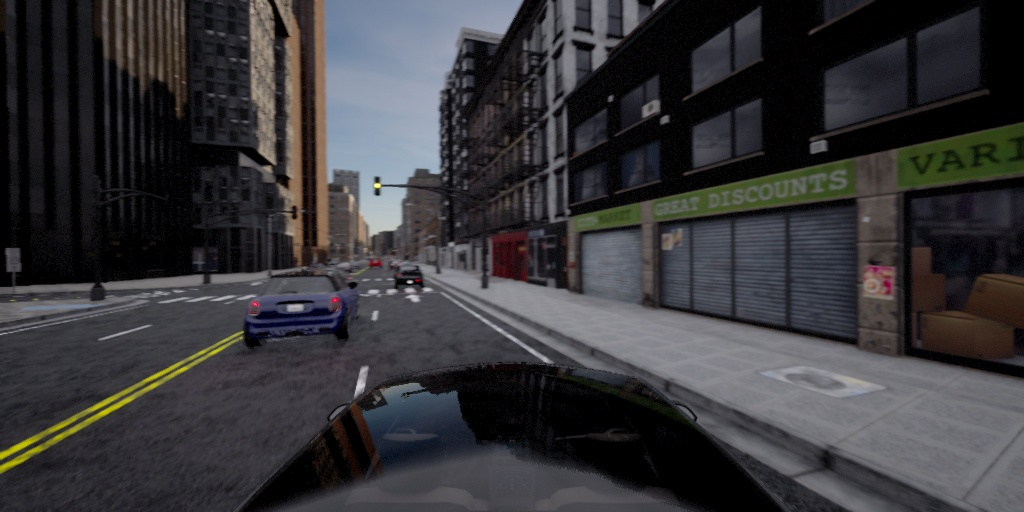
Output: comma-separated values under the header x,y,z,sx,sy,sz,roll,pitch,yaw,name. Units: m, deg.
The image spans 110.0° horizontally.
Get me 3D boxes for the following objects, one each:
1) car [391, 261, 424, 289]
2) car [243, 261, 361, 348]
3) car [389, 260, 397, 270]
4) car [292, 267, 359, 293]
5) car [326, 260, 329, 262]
x,y,z,sx,sy,sz,roll,pitch,yaw,name
-7.074,1.333,24.390,1.837,1.490,4.892,-1,1,-19,car
-5.476,1.167,9.921,2.097,1.767,4.553,-1,0,-19,car
-18.416,1.494,57.083,1.812,1.442,4.674,-1,0,-19,car
-12.029,1.440,22.941,5.357,1.411,2.033,-1,0,42,car
-25.060,1.623,45.998,1.994,1.385,4.181,-1,0,-19,car
